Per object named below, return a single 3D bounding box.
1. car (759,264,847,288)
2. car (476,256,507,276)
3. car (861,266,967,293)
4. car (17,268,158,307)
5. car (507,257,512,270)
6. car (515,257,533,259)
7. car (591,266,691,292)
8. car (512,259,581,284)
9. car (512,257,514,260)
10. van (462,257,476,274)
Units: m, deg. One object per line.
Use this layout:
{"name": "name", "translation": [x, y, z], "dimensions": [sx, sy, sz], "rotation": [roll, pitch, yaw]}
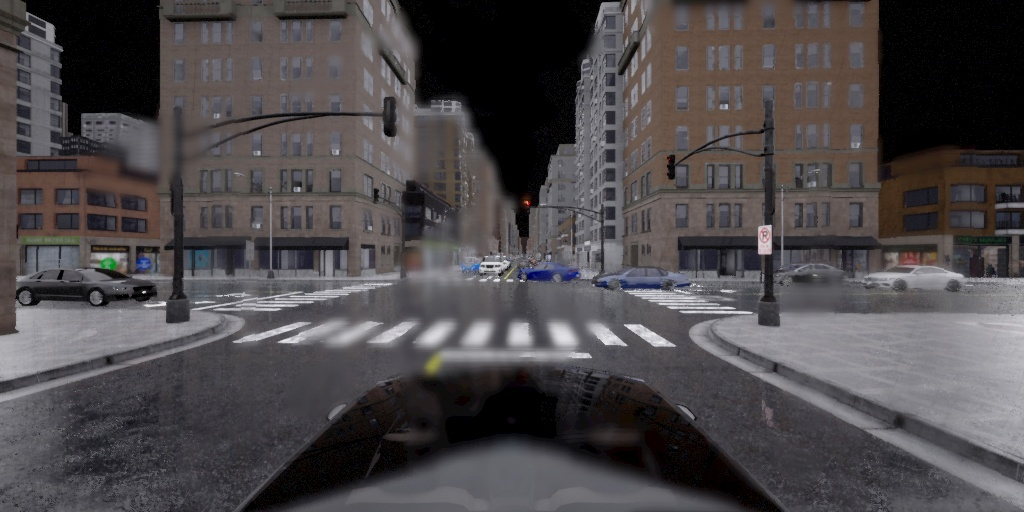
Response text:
{"name": "car", "translation": [19.178, 1.261, 23.767], "dimensions": [4.902, 1.511, 2.128], "rotation": [0, 0, 2]}
{"name": "car", "translation": [-2.040, 0.987, 37.094], "dimensions": [2.150, 2.045, 5.566], "rotation": [0, 0, 2]}
{"name": "car", "translation": [22.813, 1.301, 20.408], "dimensions": [4.674, 1.442, 1.812], "rotation": [0, 0, 2]}
{"name": "car", "translation": [-17.625, 1.239, 14.909], "dimensions": [4.892, 1.490, 1.837], "rotation": [0, 0, 2]}
{"name": "car", "translation": [-1.609, 1.001, 49.186], "dimensions": [2.150, 2.045, 5.566], "rotation": [0, 0, 3]}
{"name": "car", "translation": [1.946, 1.280, 59.291], "dimensions": [2.128, 1.511, 4.902], "rotation": [0, 0, 2]}
{"name": "car", "translation": [7.428, 1.303, 20.865], "dimensions": [5.357, 1.411, 2.033], "rotation": [0, 0, 2]}
{"name": "car", "translation": [2.750, 1.229, 27.070], "dimensions": [5.008, 1.535, 1.882], "rotation": [0, 1, 38]}
{"name": "car", "translation": [-1.147, 1.144, 61.659], "dimensions": [2.097, 1.767, 4.553], "rotation": [0, 0, 2]}
{"name": "van", "translation": [-4.652, 1.111, 41.272], "dimensions": [1.690, 1.789, 3.998], "rotation": [0, 0, 2]}
